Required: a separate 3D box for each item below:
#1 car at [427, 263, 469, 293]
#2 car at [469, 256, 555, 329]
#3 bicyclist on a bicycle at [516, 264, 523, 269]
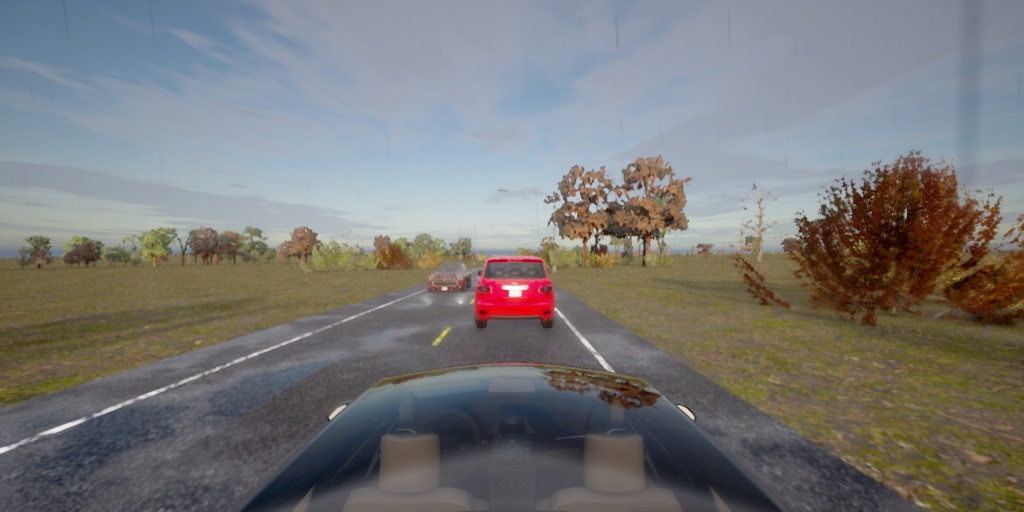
[{"bbox_3d":[-3.675,1.197,21.737,2.097,1.767,4.553,0,0,0],"label":"car"},{"bbox_3d":[0.058,1.020,11.557,2.150,2.045,5.566,0,0,-1],"label":"car"},{"bbox_3d":[0.827,1.290,37.136,0.659,1.776,1.843,0,0,0],"label":"bicyclist on a bicycle"}]
